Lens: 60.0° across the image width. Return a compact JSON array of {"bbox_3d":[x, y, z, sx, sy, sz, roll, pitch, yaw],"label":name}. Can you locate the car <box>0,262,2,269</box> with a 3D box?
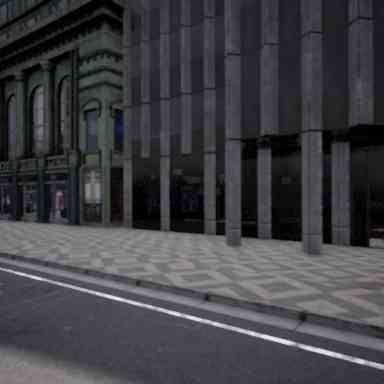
[{"bbox_3d":[-7.320,1.655,9.169,5.357,1.411,2.033,-1,0,36],"label":"car"}]
